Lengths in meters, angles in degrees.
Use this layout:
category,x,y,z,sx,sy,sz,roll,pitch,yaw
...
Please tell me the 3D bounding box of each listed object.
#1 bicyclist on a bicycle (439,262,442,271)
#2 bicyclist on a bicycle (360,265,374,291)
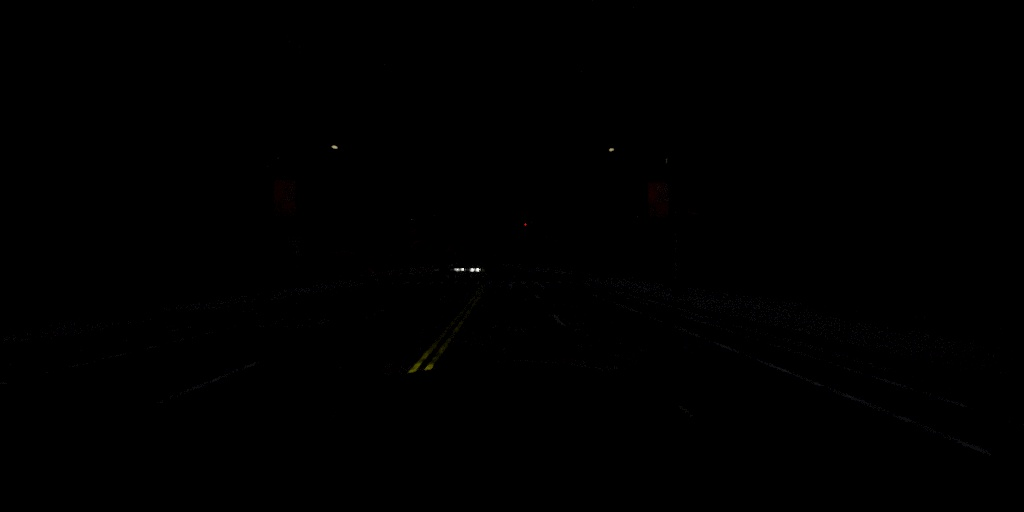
category,x,y,z,sx,sy,sz,roll,pitch,yaw
bicyclist on a bicycle,-11.668,1.822,58.446,0.582,1.620,1.656,0,0,-5
bicyclist on a bicycle,-9.186,1.400,22.901,0.866,1.612,1.509,0,-1,-2
